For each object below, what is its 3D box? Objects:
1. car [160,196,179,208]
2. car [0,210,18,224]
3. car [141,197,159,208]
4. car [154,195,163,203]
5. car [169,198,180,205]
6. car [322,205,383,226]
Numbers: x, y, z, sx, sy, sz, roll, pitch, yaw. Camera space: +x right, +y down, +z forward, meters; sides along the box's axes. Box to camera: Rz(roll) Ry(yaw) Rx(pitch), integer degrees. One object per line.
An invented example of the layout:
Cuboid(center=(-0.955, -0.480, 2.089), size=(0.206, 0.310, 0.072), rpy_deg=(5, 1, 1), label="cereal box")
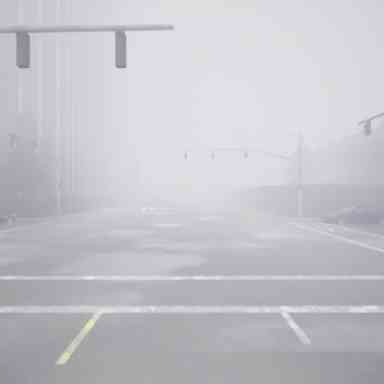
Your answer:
Cuboid(center=(-3.639, 1.896, 54.781), size=(2.033, 1.411, 5.357), rpy_deg=(0, 0, 0), label="car")
Cuboid(center=(-15.643, 1.813, 24.547), size=(4.718, 1.301, 1.895), rpy_deg=(0, 0, 0), label="car")
Cuboid(center=(-7.141, 1.915, 55.177), size=(1.994, 1.385, 4.181), rpy_deg=(0, 0, 0), label="car")
Cuboid(center=(-7.095, 1.617, 70.265), size=(2.150, 2.045, 5.566), rpy_deg=(0, 0, 0), label="car")
Cuboid(center=(-3.596, 1.945, 70.387), size=(2.033, 1.411, 5.357), rpy_deg=(0, 0, 0), label="car")
Cuboid(center=(12.247, 1.732, 24.642), size=(5.008, 1.535, 1.882), rpy_deg=(-1, 0, 0), label="car")
